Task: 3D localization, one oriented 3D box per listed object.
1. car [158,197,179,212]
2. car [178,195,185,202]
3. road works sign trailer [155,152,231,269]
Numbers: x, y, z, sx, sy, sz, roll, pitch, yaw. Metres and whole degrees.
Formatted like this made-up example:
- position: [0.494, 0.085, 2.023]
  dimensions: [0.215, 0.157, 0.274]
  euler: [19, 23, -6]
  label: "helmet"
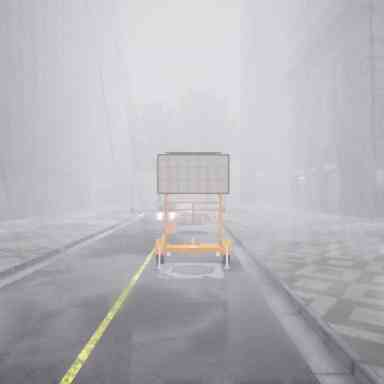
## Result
- position: [-2.960, 1.627, 39.930]
  dimensions: [1.895, 1.301, 4.718]
  euler: [0, 0, 0]
  label: "car"
- position: [-2.709, 1.601, 81.856]
  dimensions: [1.837, 1.490, 4.892]
  euler: [0, 0, 0]
  label: "car"
- position: [0.041, 0.466, 11.182]
  dimensions: [2.380, 3.560, 2.880]
  euler: [0, 0, 0]
  label: "road works sign trailer"
